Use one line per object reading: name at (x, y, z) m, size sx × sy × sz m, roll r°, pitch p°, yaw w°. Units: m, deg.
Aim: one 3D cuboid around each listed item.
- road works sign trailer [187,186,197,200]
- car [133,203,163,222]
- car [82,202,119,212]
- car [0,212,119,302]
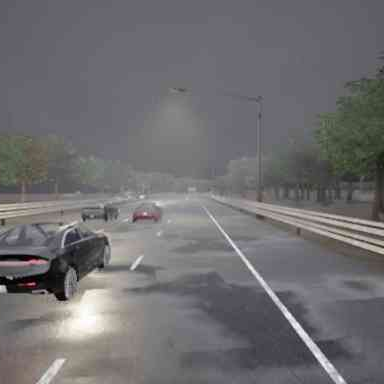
road works sign trailer at (-0.009, 0.365, 86.204) m, size 2.380 × 3.560 × 2.880 m, roll 0°, pitch 0°, yaw 0°
car at (-3.401, 1.546, 26.184) m, size 1.994 × 1.385 × 4.181 m, roll 0°, pitch 0°, yaw 0°
car at (-6.904, 1.474, 25.377) m, size 2.128 × 1.511 × 4.902 m, roll 0°, pitch 0°, yaw 0°
car at (-3.401, 1.487, 8.261) m, size 2.128 × 1.511 × 4.902 m, roll 0°, pitch 0°, yaw 0°
